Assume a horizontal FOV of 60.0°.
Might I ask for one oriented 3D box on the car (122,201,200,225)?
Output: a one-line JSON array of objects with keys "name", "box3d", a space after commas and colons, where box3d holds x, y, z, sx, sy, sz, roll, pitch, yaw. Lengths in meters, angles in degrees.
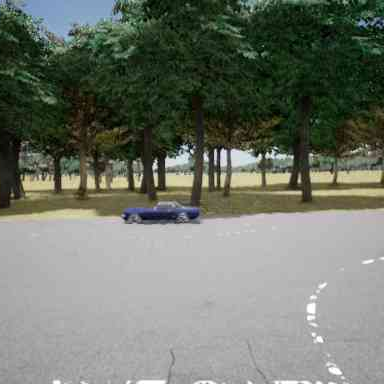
[{"name": "car", "box3d": [-1.886, 1.269, 20.637, 4.718, 1.301, 1.895, -1, 2, 0]}]
